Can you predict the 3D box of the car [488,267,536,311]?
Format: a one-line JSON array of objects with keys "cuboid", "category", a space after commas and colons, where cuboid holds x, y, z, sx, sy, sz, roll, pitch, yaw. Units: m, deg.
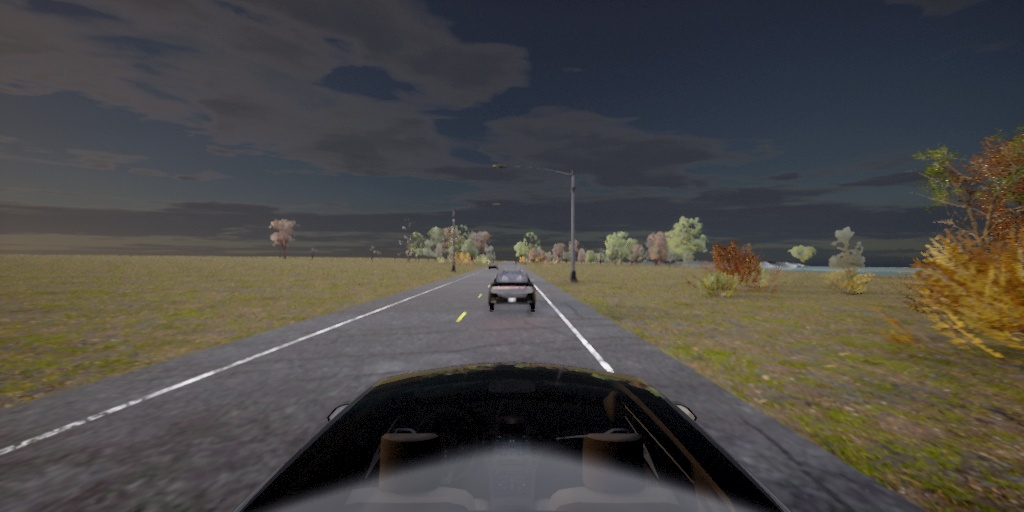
[{"cuboid": [0.019, 1.387, 15.353, 2.128, 1.511, 4.902, 0, 0, 1], "category": "car"}]
